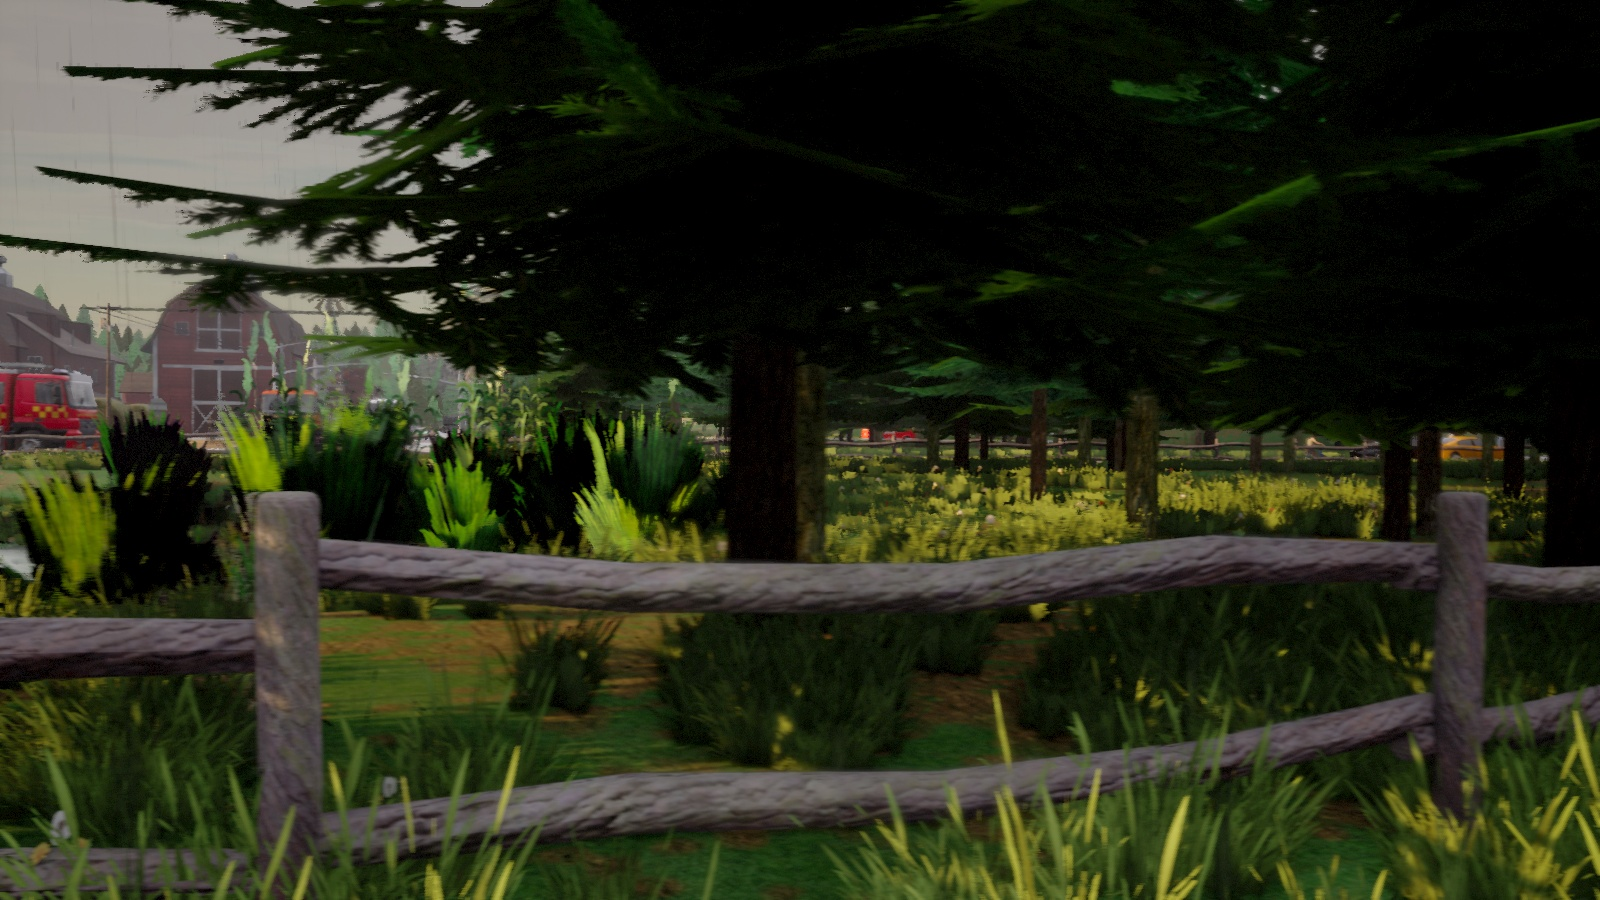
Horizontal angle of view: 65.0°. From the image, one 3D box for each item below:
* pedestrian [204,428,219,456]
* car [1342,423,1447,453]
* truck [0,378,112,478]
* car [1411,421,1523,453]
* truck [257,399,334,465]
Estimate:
[{"bbox_3d":[-40.104,-0.531,85.613,0.563,1.883,0.849,-1,1,3],"label":"pedestrian"},{"bbox_3d":[31.600,-0.657,66.809,4.792,1.488,2.163,-1,1,-14],"label":"car"},{"bbox_3d":[-32.223,-0.856,49.438,8.468,3.827,2.891,-1,1,-11],"label":"truck"},{"bbox_3d":[33.859,-0.654,63.752,5.008,1.535,1.882,-1,1,-13],"label":"car"},{"bbox_3d":[-28.026,-1.020,70.087,2.891,3.462,7.936,-1,1,-14],"label":"truck"}]
